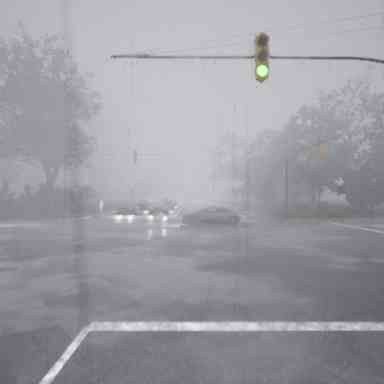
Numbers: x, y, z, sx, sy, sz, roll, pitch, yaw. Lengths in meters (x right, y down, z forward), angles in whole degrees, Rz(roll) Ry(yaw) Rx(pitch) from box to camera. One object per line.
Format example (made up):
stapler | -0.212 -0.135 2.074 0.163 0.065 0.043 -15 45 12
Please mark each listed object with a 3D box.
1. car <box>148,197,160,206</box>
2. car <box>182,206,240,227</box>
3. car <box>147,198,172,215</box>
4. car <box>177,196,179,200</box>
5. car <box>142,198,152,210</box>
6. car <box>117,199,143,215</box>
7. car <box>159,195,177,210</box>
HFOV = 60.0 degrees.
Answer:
car | -7.371 1.850 65.170 1.882 1.535 5.008 0 0 -2
car | 1.357 1.734 24.212 4.181 1.385 1.994 0 0 -3
car | -3.608 1.790 37.804 1.812 1.442 4.674 0 0 0
car | -3.825 1.897 63.153 1.812 1.442 4.674 0 0 -1
car | -7.131 1.804 48.277 1.882 1.535 5.008 0 0 0
car | -7.110 1.827 37.619 1.994 1.385 4.181 0 0 0
car | -3.636 1.683 48.505 2.097 1.767 4.553 0 -1 0
